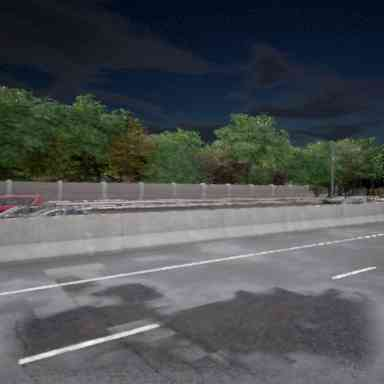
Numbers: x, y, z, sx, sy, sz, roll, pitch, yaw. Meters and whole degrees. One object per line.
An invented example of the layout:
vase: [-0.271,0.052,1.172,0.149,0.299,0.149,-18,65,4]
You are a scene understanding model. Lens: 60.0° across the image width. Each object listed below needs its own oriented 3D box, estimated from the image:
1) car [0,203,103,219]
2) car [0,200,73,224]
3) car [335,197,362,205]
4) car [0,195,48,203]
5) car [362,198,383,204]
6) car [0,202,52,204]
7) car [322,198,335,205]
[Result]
car: [-6.754,1.490,16.366,4.902,1.511,2.128,0,0,-35]
car: [-11.969,1.475,25.540,5.008,1.535,1.882,0,0,-35]
car: [22.269,1.474,45.629,4.892,1.490,1.837,0,0,-35]
car: [-12.158,1.222,21.113,5.566,2.045,2.150,0,0,-35]
car: [24.314,1.570,42.788,4.718,1.301,1.895,0,0,-35]
car: [-9.453,1.502,18.741,4.892,1.490,1.837,-1,0,-36]
car: [21.352,1.570,49.262,4.718,1.301,1.895,0,0,-35]
